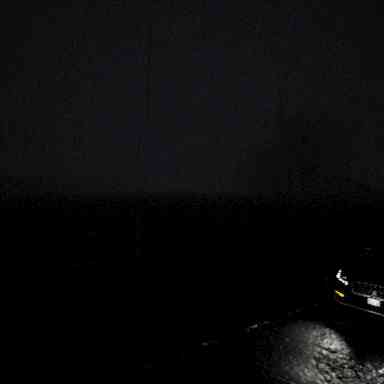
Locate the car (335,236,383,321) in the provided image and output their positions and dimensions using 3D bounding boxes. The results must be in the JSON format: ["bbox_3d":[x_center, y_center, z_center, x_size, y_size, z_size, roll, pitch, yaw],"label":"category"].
[{"bbox_3d":[4.721,1.374,6.444,4.892,1.490,1.837,-1,1,-36],"label":"car"}]
